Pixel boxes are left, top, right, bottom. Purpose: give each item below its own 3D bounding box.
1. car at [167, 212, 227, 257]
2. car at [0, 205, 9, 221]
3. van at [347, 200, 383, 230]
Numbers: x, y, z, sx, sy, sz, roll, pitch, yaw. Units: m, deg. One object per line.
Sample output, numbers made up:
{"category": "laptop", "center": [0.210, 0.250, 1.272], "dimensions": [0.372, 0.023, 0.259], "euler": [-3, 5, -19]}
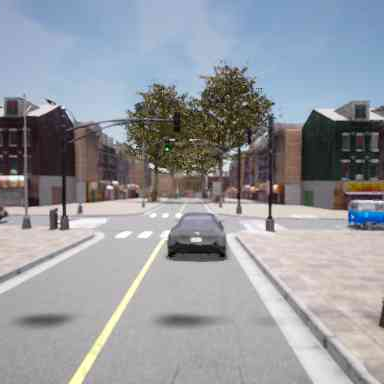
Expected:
{"category": "car", "center": [0.276, 1.441, 12.384], "dimensions": [1.994, 1.385, 4.181], "euler": [0, 1, 4]}
{"category": "car", "center": [-14.444, 1.060, 21.037], "dimensions": [5.009, 1.841, 2.192], "euler": [1, 1, 0]}
{"category": "van", "center": [11.915, 1.417, 20.843], "dimensions": [3.998, 1.788, 1.690], "euler": [1, 1, 0]}
